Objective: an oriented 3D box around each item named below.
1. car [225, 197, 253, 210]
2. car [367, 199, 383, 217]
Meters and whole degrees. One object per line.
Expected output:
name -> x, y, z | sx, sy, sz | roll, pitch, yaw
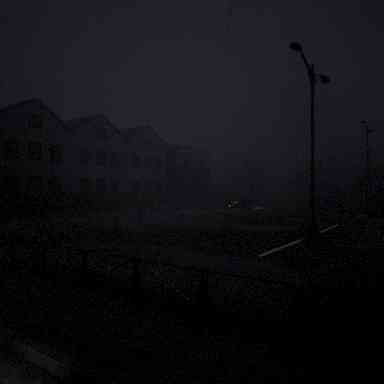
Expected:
car -> 5.632, 1.313, 39.493 | 1.837, 1.490, 4.892 | 0, 0, 35
car -> 15.422, 1.298, 26.809 | 2.007, 1.523, 4.514 | 0, 0, 35
